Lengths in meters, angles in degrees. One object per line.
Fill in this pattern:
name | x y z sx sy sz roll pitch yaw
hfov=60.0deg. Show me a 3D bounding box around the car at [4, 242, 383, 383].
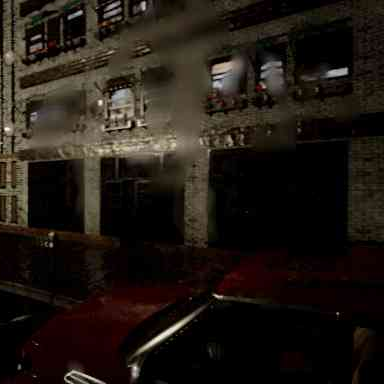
car | 0.937 1.297 2.093 5.009 1.841 2.192 0 1 33
